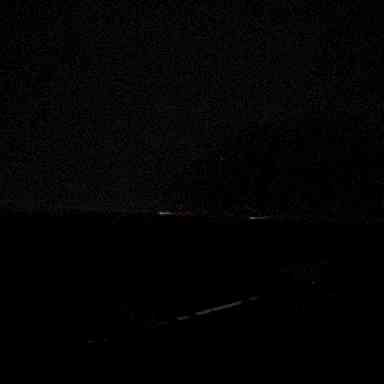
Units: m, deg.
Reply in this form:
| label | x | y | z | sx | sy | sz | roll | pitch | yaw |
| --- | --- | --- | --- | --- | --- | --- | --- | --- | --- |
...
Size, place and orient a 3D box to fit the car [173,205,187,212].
| label | x | y | z | sx | sy | sz | roll | pitch | yaw |
| --- | --- | --- | --- | --- | --- | --- | --- | --- | --- |
| car | -2.650 | 3.156 | 63.677 | 1.812 | 1.442 | 4.674 | 0 | -2 | -33 |

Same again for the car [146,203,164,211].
| label | x | y | z | sx | sy | sz | roll | pitch | yaw |
| --- | --- | --- | --- | --- | --- | --- | --- | --- | --- |
| car | -8.122 | 3.229 | 72.060 | 1.882 | 1.535 | 5.008 | 0 | -2 | -33 |

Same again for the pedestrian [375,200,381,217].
| label | x | y | z | sx | sy | sz | roll | pitch | yaw |
| --- | --- | --- | --- | --- | --- | --- | --- | --- | --- |
| pedestrian | 20.131 | 1.790 | 36.103 | 0.375 | 1.860 | 0.375 | -2 | 1 | -33 |

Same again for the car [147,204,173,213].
| label | x | y | z | sx | sy | sz | roll | pitch | yaw |
| --- | --- | --- | --- | --- | --- | --- | --- | --- | --- |
| car | -6.090 | 3.145 | 62.496 | 1.837 | 1.490 | 4.892 | 0 | -2 | -33 |

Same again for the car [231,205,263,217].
| label | x | y | z | sx | sy | sz | roll | pitch | yaw |
| --- | --- | --- | --- | --- | --- | --- | --- | --- | --- |
| car | 6.946 | 2.409 | 42.401 | 1.812 | 1.442 | 4.674 | 0 | -2 | -33 |
